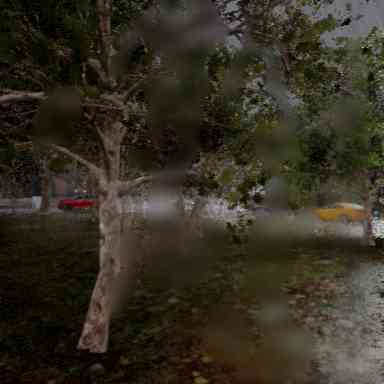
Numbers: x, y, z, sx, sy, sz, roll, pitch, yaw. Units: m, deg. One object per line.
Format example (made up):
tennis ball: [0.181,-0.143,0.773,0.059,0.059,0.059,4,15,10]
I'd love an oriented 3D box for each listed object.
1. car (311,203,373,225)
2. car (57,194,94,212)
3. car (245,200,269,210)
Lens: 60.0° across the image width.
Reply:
car: [11.334,1.576,25.591,1.882,1.535,5.008,1,-1,-21]
car: [-12.088,1.203,37.278,5.566,2.045,2.150,0,-1,-15]
car: [7.834,1.638,40.339,1.994,1.385,4.181,0,1,-7]
